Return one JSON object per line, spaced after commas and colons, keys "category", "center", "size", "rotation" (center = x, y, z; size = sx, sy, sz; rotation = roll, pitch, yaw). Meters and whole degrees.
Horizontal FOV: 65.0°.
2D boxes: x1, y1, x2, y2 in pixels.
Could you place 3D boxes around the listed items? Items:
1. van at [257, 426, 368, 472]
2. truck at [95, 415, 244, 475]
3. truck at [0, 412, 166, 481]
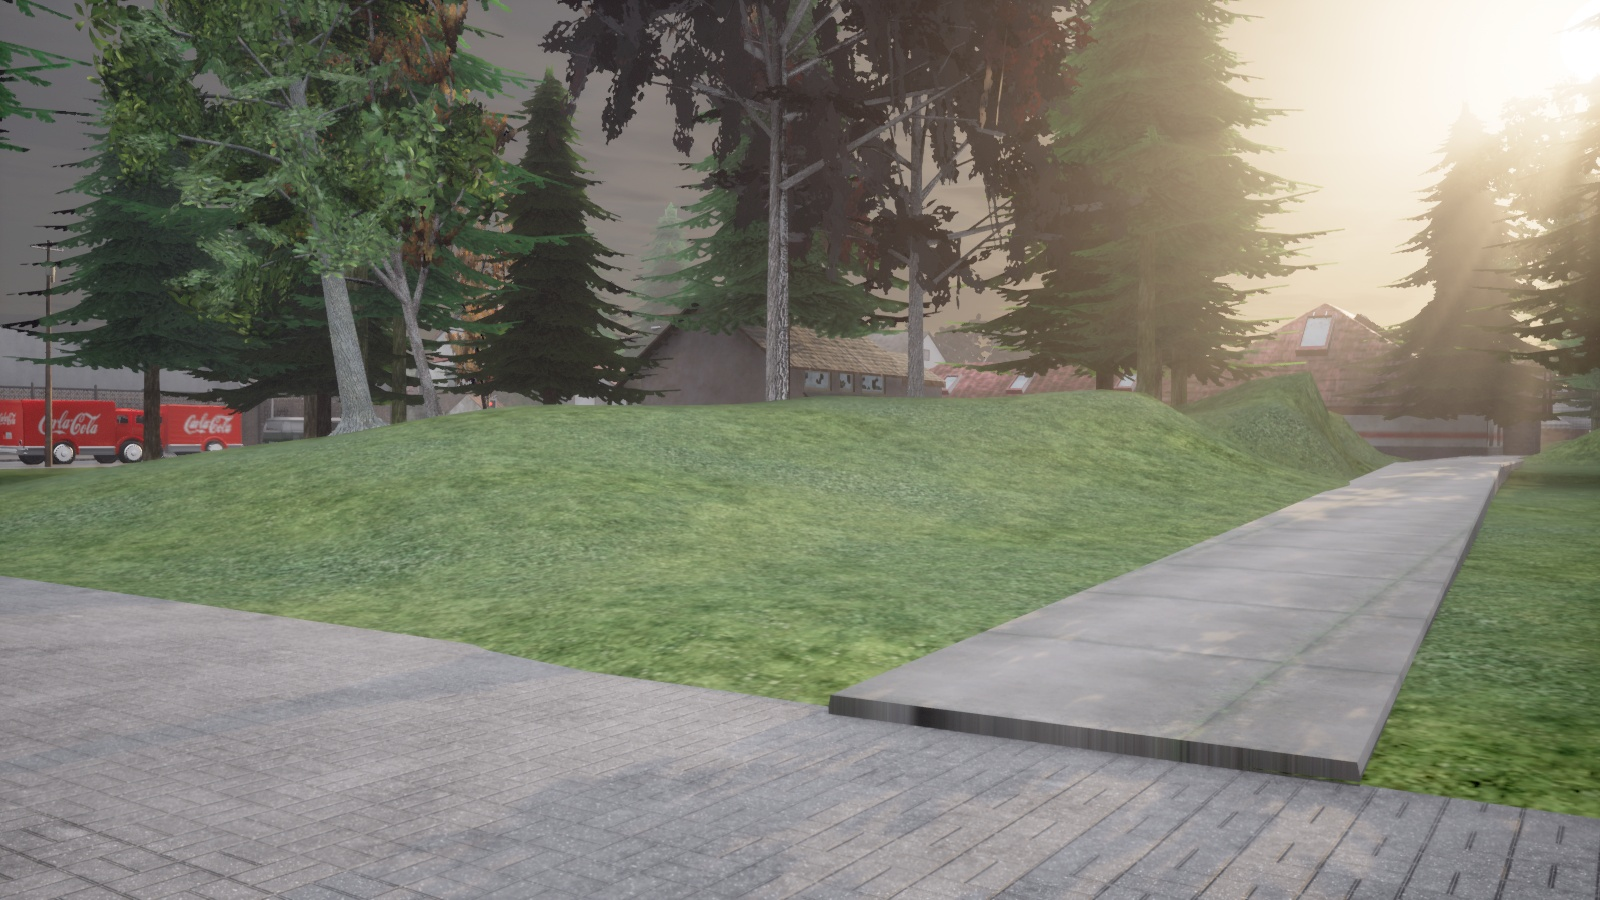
{"category": "van", "center": [-21.763, -0.086, 56.213], "size": [1.775, 1.987, 4.442], "rotation": [0, 1, 33]}
{"category": "truck", "center": [-27.462, -0.256, 54.867], "size": [2.627, 2.467, 5.204], "rotation": [0, 1, 34]}
{"category": "truck", "center": [-27.380, -0.159, 47.754], "size": [2.627, 2.467, 5.204], "rotation": [0, 1, 34]}
